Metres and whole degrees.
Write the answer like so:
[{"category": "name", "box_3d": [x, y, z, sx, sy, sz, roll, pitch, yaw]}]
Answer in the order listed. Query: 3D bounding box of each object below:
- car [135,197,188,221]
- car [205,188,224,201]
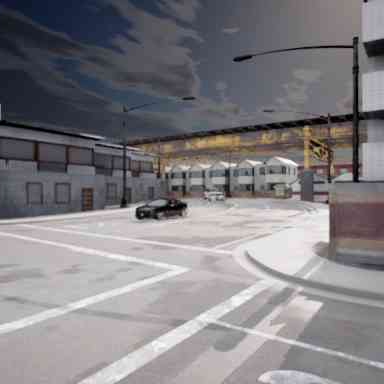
[{"category": "car", "box_3d": [-2.122, 1.196, 24.391, 1.882, 1.535, 5.008, 0, 1, 29]}, {"category": "car", "box_3d": [3.377, 0.378, 51.471, 2.150, 2.045, 5.566, 0, 0, -8]}]
